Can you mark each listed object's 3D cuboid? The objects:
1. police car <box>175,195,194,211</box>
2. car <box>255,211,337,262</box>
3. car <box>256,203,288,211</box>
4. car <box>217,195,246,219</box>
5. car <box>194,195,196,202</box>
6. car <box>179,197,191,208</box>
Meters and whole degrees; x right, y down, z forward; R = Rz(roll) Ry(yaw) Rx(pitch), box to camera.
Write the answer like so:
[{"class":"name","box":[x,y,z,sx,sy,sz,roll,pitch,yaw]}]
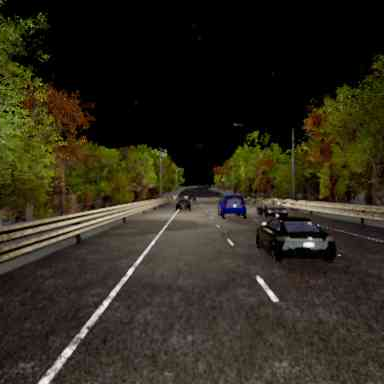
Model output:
[{"class":"police car","box":[-1.062,1.524,42.108,1.930,1.638,5.238,0,0,0]},{"class":"car","box":[3.595,1.593,12.231,1.994,1.385,4.181,0,0,0]},{"class":"car","box":[7.091,1.671,29.992,1.895,1.301,4.718,0,0,0]},{"class":"car","box":[3.591,1.293,30.501,2.150,2.045,5.566,0,0,0]},{"class":"car","box":[-0.021,1.474,77.280,1.882,1.535,5.008,0,0,0]},{"class":"car","box":[-1.064,1.627,52.000,1.837,1.490,4.892,0,0,0]}]
